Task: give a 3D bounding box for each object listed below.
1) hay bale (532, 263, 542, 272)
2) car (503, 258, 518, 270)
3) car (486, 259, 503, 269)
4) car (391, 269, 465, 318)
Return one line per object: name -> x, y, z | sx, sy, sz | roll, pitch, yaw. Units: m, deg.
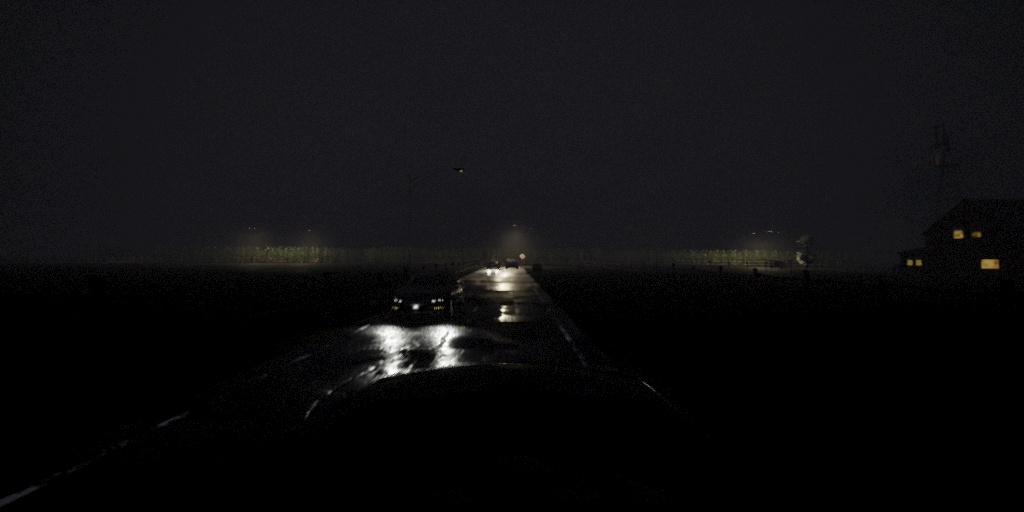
hay bale -> 3.123, 1.404, 44.727 | 1.220, 1.180, 1.240 | 0, 0, 0
car -> 0.001, 1.345, 53.688 | 1.895, 1.301, 4.718 | 0, 0, 0
car -> -2.816, 1.234, 54.378 | 2.128, 1.511, 4.902 | 0, 0, 0
car -> -2.850, 1.257, 13.043 | 1.837, 1.490, 4.892 | 0, 0, 0
